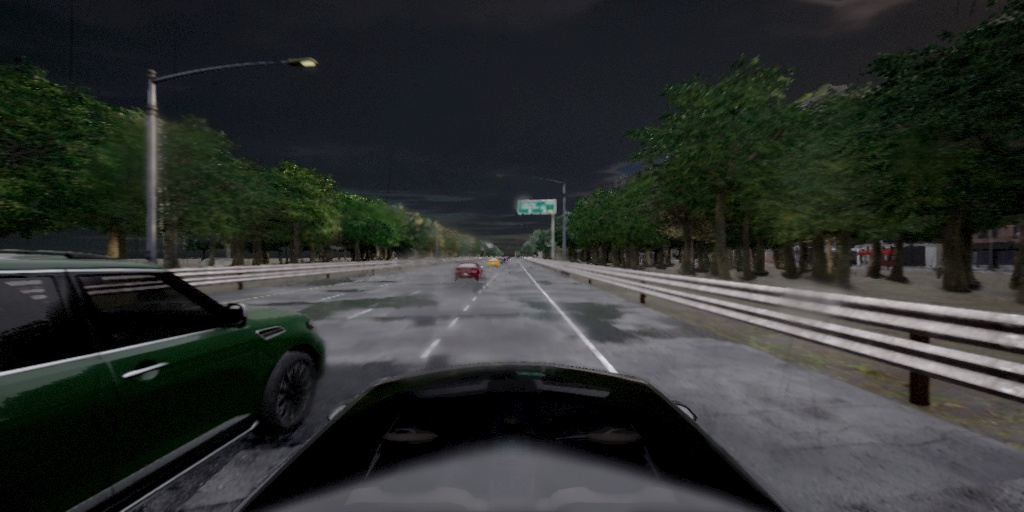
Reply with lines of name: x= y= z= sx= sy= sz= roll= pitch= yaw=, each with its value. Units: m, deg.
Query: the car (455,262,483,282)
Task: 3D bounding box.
car: x=-3.465 y=1.230 z=29.418 sx=1.882 sy=1.535 sz=5.008 roll=0 pitch=0 yaw=0

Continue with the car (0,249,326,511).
car: x=-3.502 y=0.971 z=2.312 sx=2.150 sy=2.045 sz=5.566 roll=0 pitch=0 yaw=0
